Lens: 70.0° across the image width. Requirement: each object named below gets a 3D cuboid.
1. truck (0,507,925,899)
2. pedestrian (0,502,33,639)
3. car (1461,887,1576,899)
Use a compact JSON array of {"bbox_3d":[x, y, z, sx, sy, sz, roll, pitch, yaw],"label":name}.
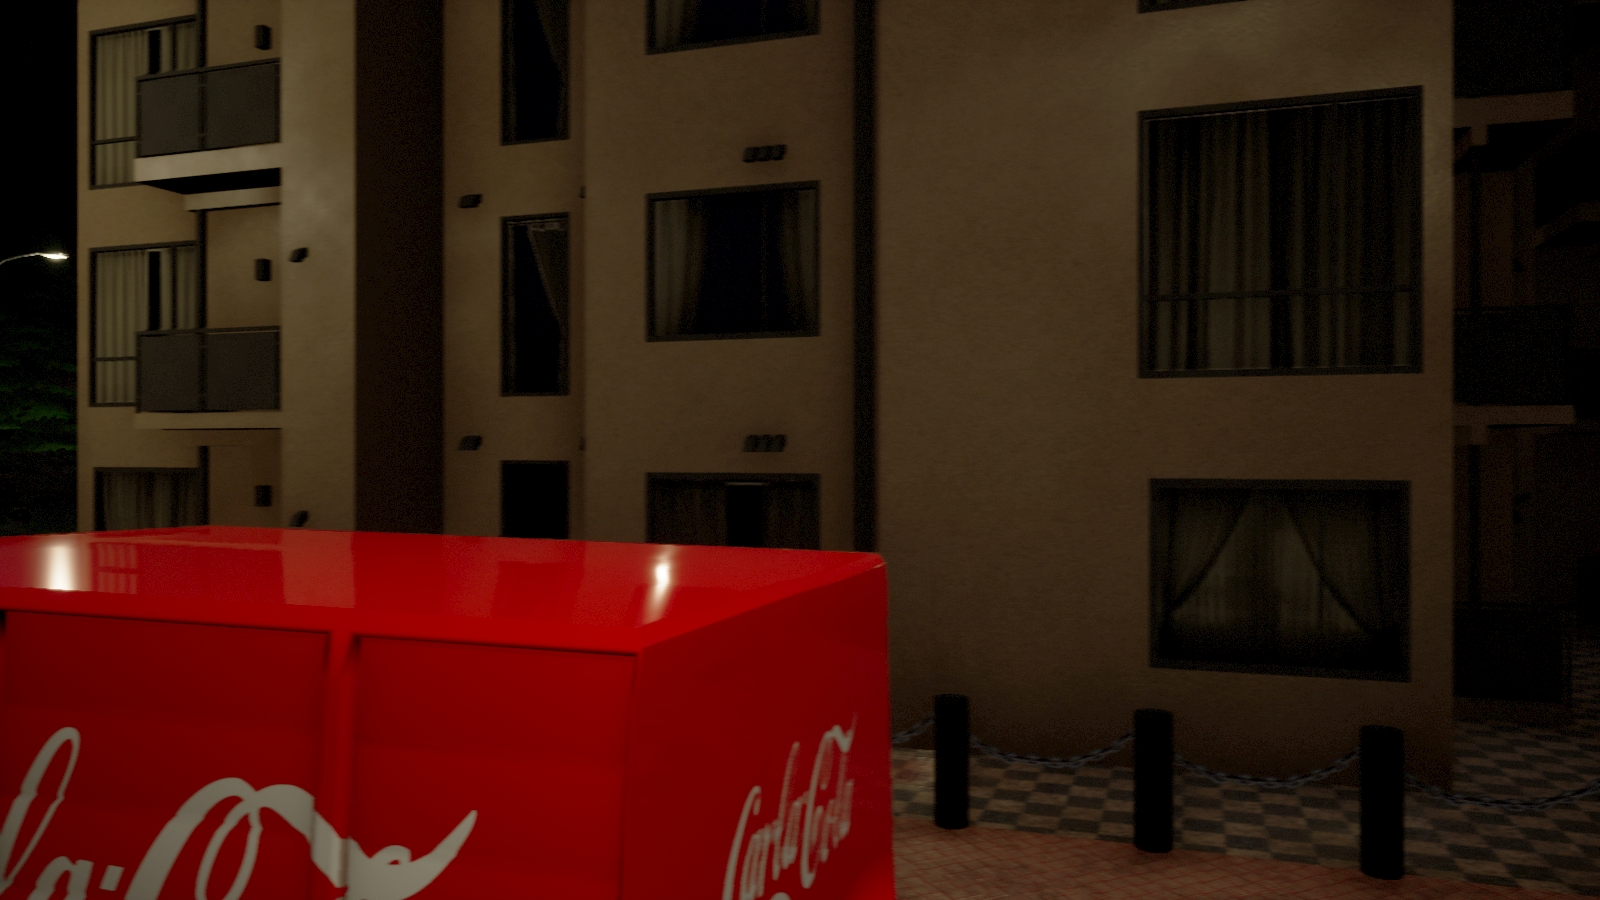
[{"bbox_3d":[-2.400,1.548,4.177,5.204,2.467,2.627,0,0,20],"label":"truck"},{"bbox_3d":[-11.076,1.676,16.028,0.375,1.860,0.375,0,0,22],"label":"pedestrian"},{"bbox_3d":[4.258,2.086,1.738,5.357,1.411,2.033,0,0,20],"label":"car"}]
